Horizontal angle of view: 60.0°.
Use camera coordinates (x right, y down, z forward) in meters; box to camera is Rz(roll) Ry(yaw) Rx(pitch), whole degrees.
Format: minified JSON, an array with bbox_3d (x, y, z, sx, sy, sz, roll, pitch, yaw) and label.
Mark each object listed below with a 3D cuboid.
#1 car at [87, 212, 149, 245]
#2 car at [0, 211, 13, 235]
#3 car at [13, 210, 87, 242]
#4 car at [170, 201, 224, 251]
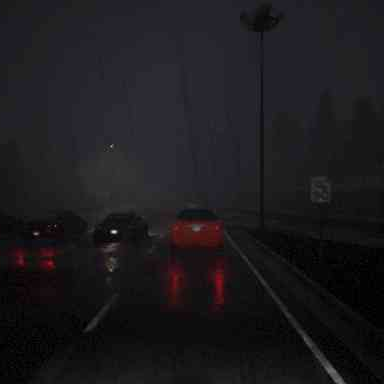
[{"bbox_3d":[-3.294,1.669,16.087,1.994,1.385,4.181,0,0,0],"label":"car"},{"bbox_3d":[-10.294,1.632,16.850,1.812,1.442,4.674,0,0,0],"label":"car"},{"bbox_3d":[-6.794,1.633,16.852,1.812,1.442,4.674,0,0,0],"label":"car"},{"bbox_3d":[0.198,1.448,14.778,2.097,1.767,4.553,0,0,0],"label":"car"}]
